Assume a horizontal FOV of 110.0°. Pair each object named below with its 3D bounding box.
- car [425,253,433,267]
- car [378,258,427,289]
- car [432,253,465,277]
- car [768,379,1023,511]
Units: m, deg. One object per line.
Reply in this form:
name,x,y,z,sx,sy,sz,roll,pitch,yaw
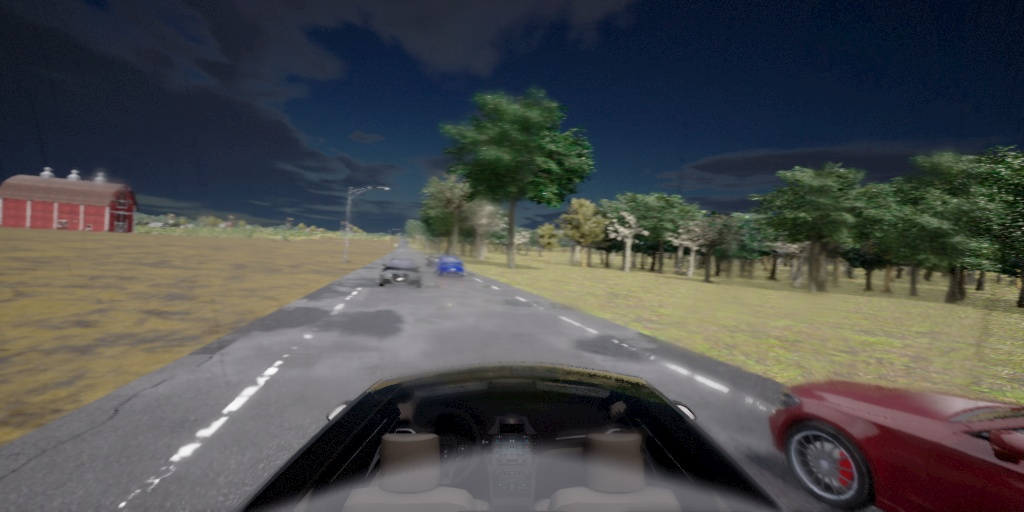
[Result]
car,-8.660,0.437,40.440,2.128,1.511,4.902,4,1,-16
car,-5.766,0.839,18.681,1.994,1.385,4.181,4,0,-17
car,-4.957,0.752,28.346,1.882,1.535,5.008,4,1,-17
car,4.048,1.547,1.931,1.812,1.442,4.674,4,0,-17
